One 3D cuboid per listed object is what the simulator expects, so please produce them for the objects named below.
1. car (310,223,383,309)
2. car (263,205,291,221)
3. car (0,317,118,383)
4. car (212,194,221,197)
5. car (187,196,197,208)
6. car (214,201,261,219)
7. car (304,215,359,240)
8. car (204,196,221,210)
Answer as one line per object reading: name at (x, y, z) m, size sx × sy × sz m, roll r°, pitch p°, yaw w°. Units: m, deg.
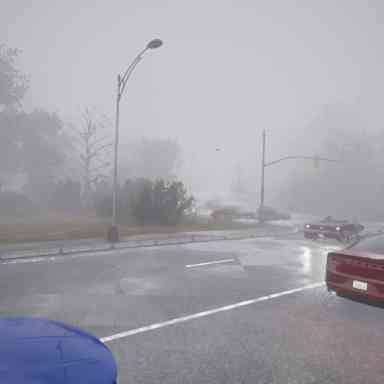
car at (5.016, 1.556, 7.364) m, size 5.008 × 1.535 × 1.882 m, roll 1°, pitch -1°, yaw -35°
car at (8.667, 2.227, 36.041) m, size 1.837 × 1.490 × 4.892 m, roll 2°, pitch -1°, yaw -23°
car at (-2.839, 1.478, 1.717) m, size 5.008 × 1.535 × 1.882 m, roll 0°, pitch 0°, yaw -36°
car at (5.870, 1.112, 79.193) m, size 2.033 × 1.411 × 5.357 m, roll 2°, pitch 2°, yaw -1°
car at (-0.641, 1.817, 52.336) m, size 1.895 × 1.301 × 4.718 m, roll 2°, pitch 1°, yaw -14°
car at (4.790, 2.110, 36.182) m, size 2.033 × 1.411 × 5.357 m, roll 3°, pitch -1°, yaw -22°
car at (7.760, 1.900, 17.950) m, size 1.895 × 1.301 × 4.718 m, roll 1°, pitch -1°, yaw 40°
car at (3.261, 1.933, 51.267) m, size 1.837 × 1.490 × 4.892 m, roll 2°, pitch 1°, yaw -15°
